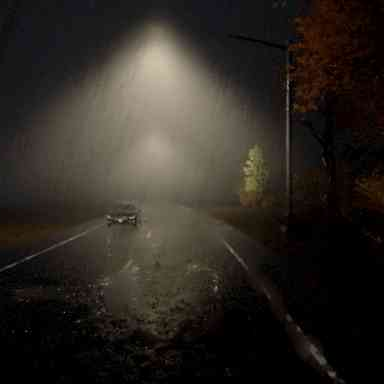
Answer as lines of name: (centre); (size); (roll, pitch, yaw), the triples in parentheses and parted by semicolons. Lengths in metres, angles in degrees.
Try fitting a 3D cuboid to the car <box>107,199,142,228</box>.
car: (-4.384, 1.459, 22.050); (1.837, 1.490, 4.892); (0, 0, -4)
